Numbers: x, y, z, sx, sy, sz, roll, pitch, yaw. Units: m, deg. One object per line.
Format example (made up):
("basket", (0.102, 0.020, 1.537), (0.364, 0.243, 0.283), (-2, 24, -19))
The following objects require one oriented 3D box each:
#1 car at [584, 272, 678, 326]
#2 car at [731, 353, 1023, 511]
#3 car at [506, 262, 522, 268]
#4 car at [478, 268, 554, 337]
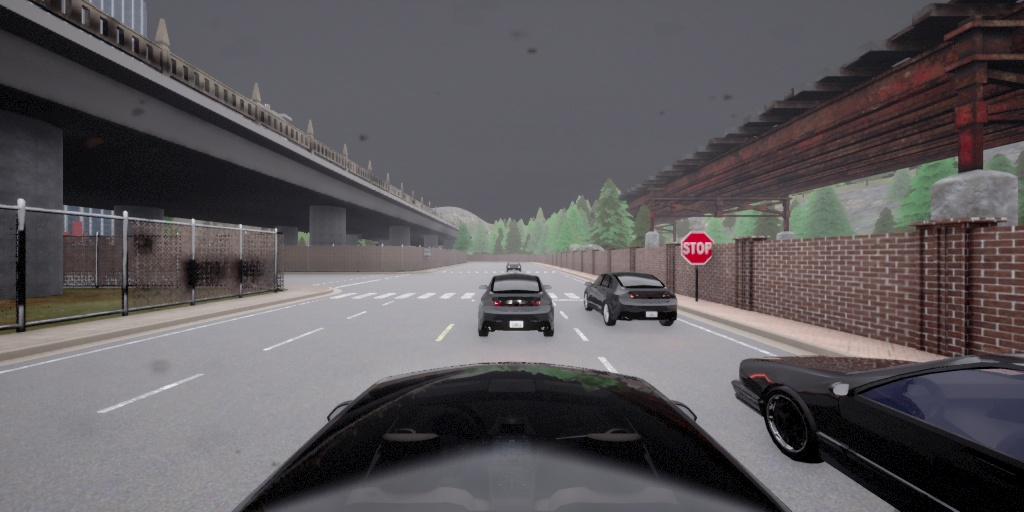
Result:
("car", (3.605, 1.255, 11.651), (1.837, 1.490, 4.892), (0, 0, 0))
("car", (3.600, 1.297, 1.904), (2.033, 1.411, 5.357), (0, 0, 0))
("car", (0.218, 1.351, 45.473), (1.895, 1.301, 4.718), (0, 0, -1))
("car", (0.103, 1.255, 10.293), (1.837, 1.490, 4.892), (0, 0, 0))
